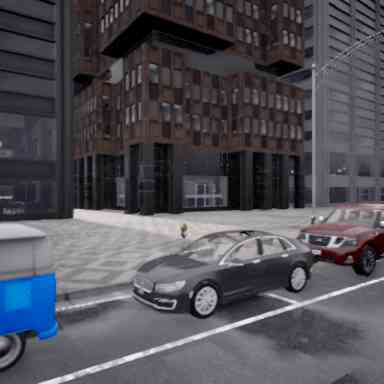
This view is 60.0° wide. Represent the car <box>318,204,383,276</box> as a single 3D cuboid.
[{"bbox_3d":[5.458,1.318,10.543,5.009,1.841,2.192,0,0,-35],"label":"car"}]

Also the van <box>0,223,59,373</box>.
[{"bbox_3d":[-3.727,1.342,3.994,3.998,1.788,1.690,0,0,-35],"label":"van"}]

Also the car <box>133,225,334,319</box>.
[{"bbox_3d":[0.865,1.552,7.268,4.403,1.369,2.008,0,0,-35],"label":"car"}]
